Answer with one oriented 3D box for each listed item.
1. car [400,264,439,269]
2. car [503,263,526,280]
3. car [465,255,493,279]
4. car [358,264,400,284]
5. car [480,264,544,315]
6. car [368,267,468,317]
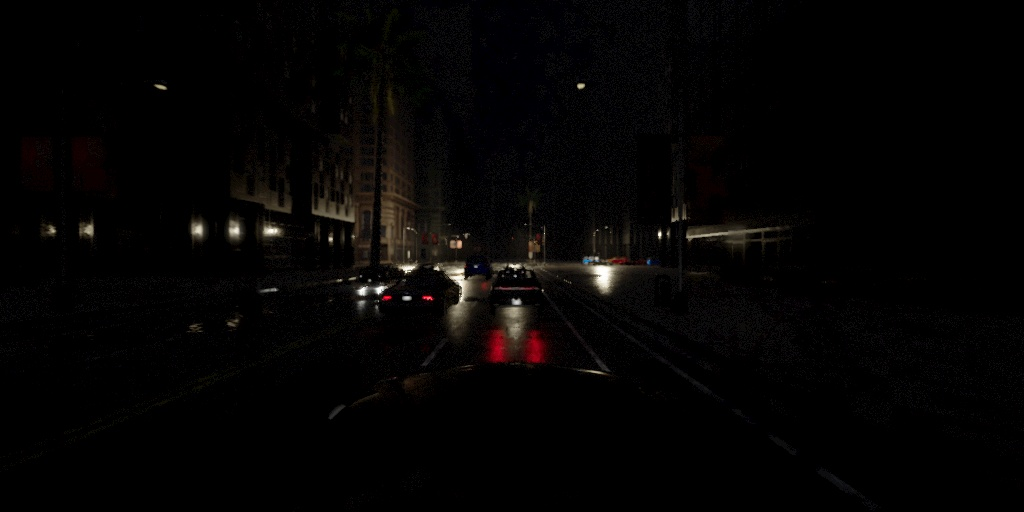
[{"bbox_3d":[-6.458,1.289,27.208,2.033,1.411,5.357,0,0,0],"label":"car"},{"bbox_3d":[0.254,1.352,31.707,1.895,1.301,4.718,0,0,0],"label":"car"},{"bbox_3d":[-2.976,0.968,32.379,2.150,2.045,5.566,0,0,0],"label":"car"},{"bbox_3d":[-9.707,1.284,27.150,2.033,1.411,5.357,0,0,0],"label":"car"},{"bbox_3d":[0.164,1.241,13.672,2.128,1.511,4.902,0,0,0],"label":"car"},{"bbox_3d":[-3.090,1.293,13.103,2.033,1.411,5.357,0,0,0],"label":"car"}]
